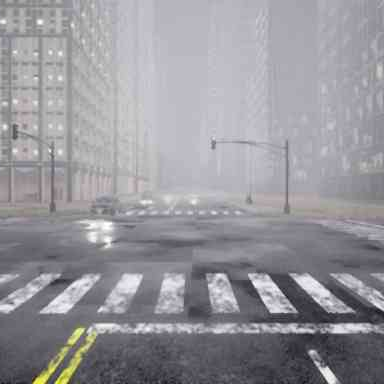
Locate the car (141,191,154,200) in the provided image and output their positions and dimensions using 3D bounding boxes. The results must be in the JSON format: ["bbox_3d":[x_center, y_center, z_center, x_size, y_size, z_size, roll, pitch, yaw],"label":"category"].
[{"bbox_3d":[-7.360,0.529,55.572,2.128,1.511,4.902,0,1,-1],"label":"car"}]

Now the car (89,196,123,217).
[{"bbox_3d":[-6.877,1.094,26.959,2.128,1.511,4.902,0,3,-1],"label":"car"}]
